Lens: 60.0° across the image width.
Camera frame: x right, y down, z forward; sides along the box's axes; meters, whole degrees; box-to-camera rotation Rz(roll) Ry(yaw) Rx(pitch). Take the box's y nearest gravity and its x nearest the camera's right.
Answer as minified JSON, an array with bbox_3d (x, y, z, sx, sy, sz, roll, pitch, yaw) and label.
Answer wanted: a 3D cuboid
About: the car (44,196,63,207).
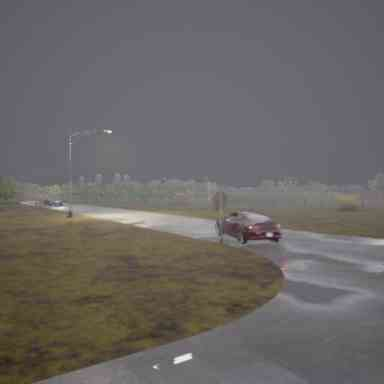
[{"bbox_3d":[-20.324,1.323,48.764,2.128,1.511,4.902,-1,0,-35],"label":"car"}]

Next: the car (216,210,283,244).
[{"bbox_3d":[2.672,1.594,16.295,1.812,1.442,4.674,0,1,-16],"label":"car"}]
